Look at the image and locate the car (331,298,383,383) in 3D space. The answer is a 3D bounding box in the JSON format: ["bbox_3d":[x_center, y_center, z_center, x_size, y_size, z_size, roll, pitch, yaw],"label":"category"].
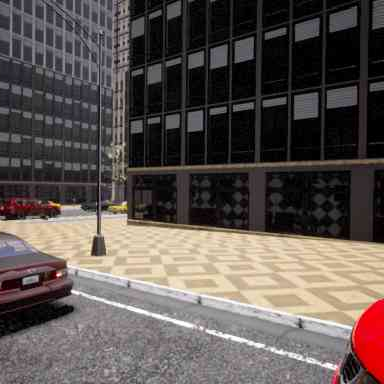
[{"bbox_3d":[3.474,1.222,1.196,5.566,2.045,2.150,0,0,36],"label":"car"}]

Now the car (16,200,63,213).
[{"bbox_3d":[-17.874,1.642,39.185,1.752,1.417,4.829,1,0,37],"label":"car"}]

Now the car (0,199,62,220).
[{"bbox_3d":[-14.400,1.519,29.801,2.192,1.841,5.009,1,0,37],"label":"car"}]

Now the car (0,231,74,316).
[{"bbox_3d":[-4.797,1.544,7.122,5.357,1.411,2.033,0,0,35],"label":"car"}]

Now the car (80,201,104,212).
[{"bbox_3d":[-11.947,1.816,42.812,1.895,1.301,4.718,1,0,37],"label":"car"}]

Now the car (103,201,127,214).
[{"bbox_3d":[-7.579,1.830,38.995,1.752,1.417,4.829,1,0,37],"label":"car"}]
